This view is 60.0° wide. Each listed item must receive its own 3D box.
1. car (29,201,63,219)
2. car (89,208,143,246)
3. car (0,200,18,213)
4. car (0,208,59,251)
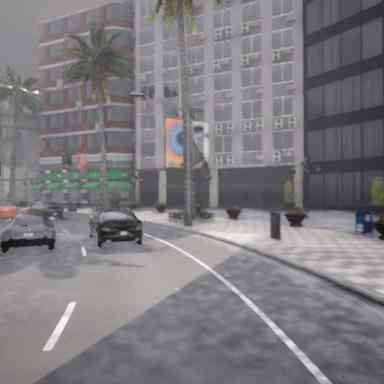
[{"bbox_3d":[-13.085,1.590,29.615,1.837,1.490,4.892,0,0,-43],"label":"car"},{"bbox_3d":[-3.674,1.496,15.561,1.882,1.535,5.008,0,0,-23],"label":"car"},{"bbox_3d":[-15.948,1.461,27.539,2.097,1.767,4.553,-1,0,-43],"label":"car"},{"bbox_3d":[-7.017,1.611,14.508,1.994,1.385,4.181,0,0,-23],"label":"car"}]
